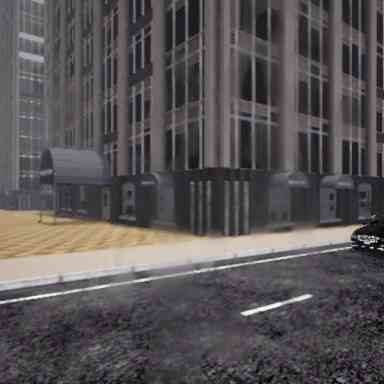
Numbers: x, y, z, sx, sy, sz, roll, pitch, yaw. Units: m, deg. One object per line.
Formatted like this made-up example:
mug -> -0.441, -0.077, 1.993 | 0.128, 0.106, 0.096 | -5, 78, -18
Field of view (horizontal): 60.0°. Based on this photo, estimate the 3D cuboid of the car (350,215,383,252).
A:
car -> 8.464, 1.680, 13.711 | 4.892, 1.490, 1.837 | 1, -1, -35
